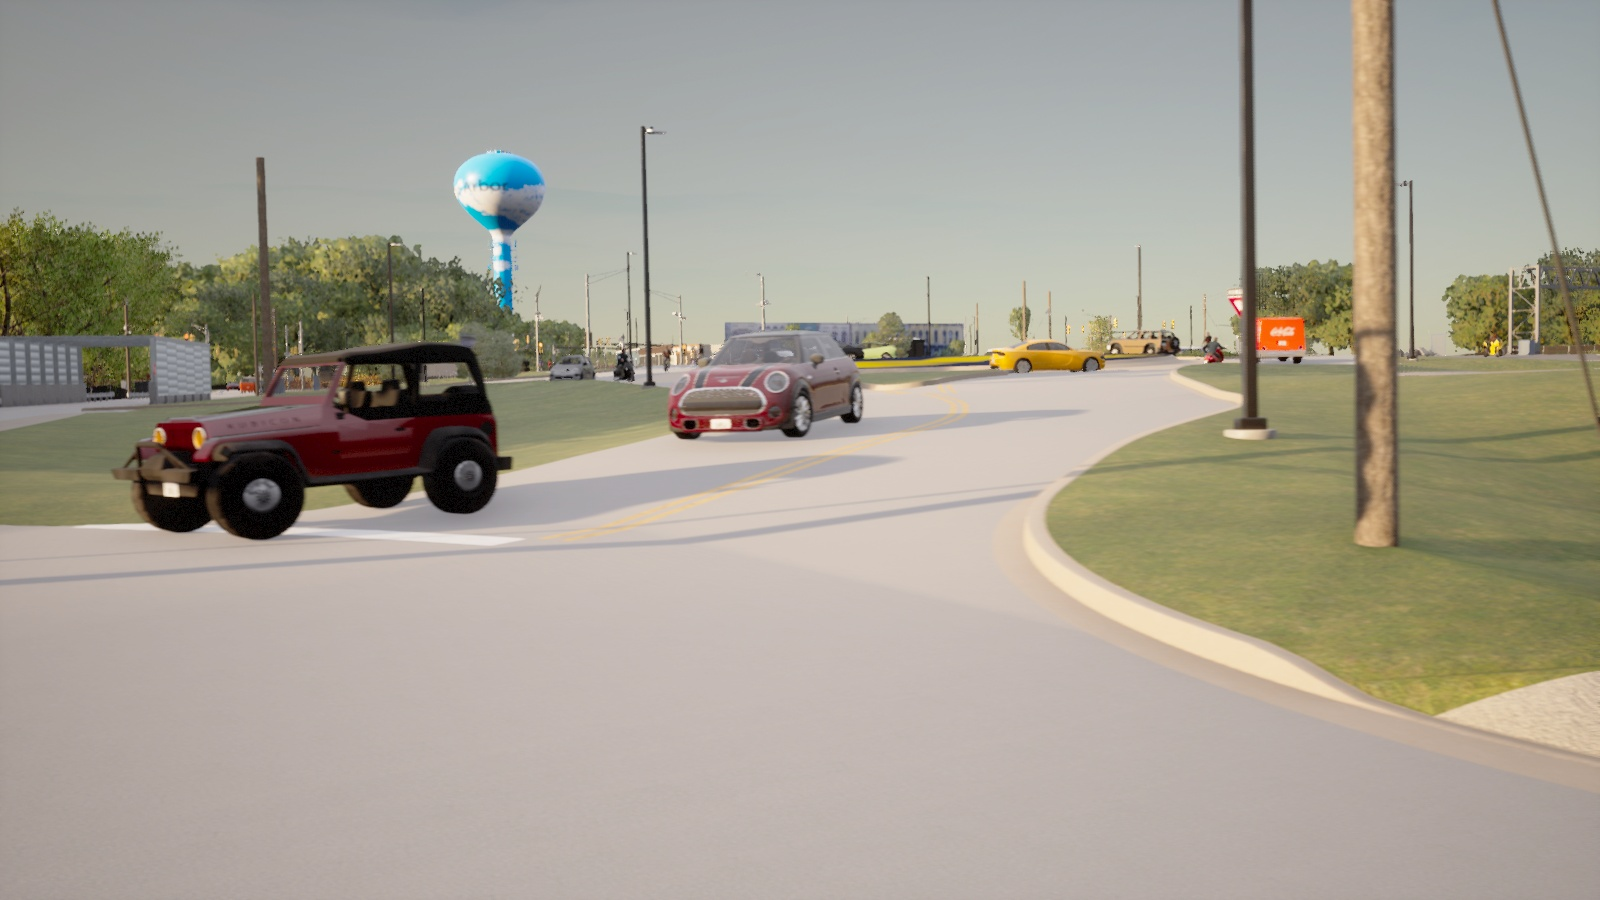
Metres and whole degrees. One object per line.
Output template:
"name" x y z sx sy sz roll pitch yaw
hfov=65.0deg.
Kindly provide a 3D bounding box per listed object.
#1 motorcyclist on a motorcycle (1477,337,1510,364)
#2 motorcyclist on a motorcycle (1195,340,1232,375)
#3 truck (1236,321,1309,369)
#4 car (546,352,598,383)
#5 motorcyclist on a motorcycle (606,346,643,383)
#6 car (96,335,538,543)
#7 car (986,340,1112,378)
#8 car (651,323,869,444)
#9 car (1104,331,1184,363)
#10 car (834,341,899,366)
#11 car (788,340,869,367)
"motorcyclist on a motorcycle" 41.013 -5.890 74.262 0.797 1.523 2.044 1 5 2
"motorcyclist on a motorcycle" 19.647 -4.422 59.640 0.866 1.590 1.817 9 9 43
"truck" 25.786 -5.811 68.701 2.627 2.467 5.204 0 6 8
"car" -12.328 -4.476 68.190 1.851 1.617 3.988 -1 3 4
"motorcyclist on a motorcycle" -7.880 -3.807 56.193 0.866 1.590 1.817 -1 3 -36
"car" -4.974 -0.228 13.365 1.905 1.878 3.866 1 4 39
"car" 10.762 -3.970 54.449 5.008 1.535 1.882 -1 6 -9
"car" -0.508 -1.190 20.947 2.097 1.767 4.553 0 5 19
"car" 21.327 -6.417 78.121 1.932 1.855 4.605 -2 5 -33
"car" 4.719 -6.881 89.425 4.514 1.525 2.007 -2 2 2
"car" 1.880 -6.467 84.053 5.008 1.535 1.882 -3 3 -16
